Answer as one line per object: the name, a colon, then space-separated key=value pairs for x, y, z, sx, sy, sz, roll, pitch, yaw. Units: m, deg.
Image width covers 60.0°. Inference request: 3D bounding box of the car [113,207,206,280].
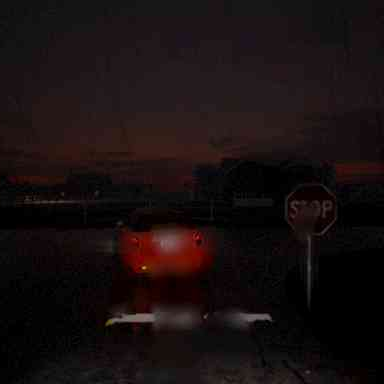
car: x=-1.169 y=1.266 z=10.063 sx=2.097 sy=1.767 sz=4.553 roll=0 pitch=0 yaw=-16
